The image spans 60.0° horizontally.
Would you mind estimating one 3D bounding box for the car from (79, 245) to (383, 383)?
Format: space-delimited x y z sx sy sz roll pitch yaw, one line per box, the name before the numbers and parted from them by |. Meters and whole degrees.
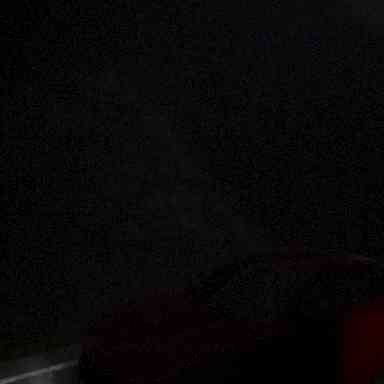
car | 1.198 1.497 4.213 5.008 1.535 1.882 1 0 -31
